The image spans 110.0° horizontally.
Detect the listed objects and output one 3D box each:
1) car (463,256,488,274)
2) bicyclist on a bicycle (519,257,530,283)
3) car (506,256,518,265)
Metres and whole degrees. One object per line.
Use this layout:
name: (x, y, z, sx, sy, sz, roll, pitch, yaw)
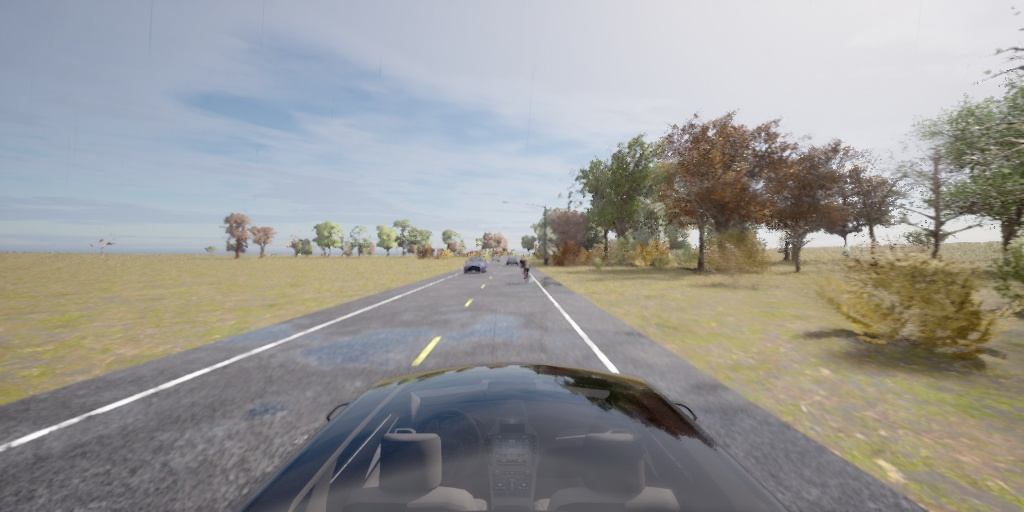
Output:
car: (-3.585, 0.841, 35.879, 2.097, 1.767, 4.553, 0, 0, 0)
bicyclist on a bicycle: (0.958, 1.036, 23.680, 0.582, 1.620, 1.656, 0, 0, 0)
car: (0.031, 0.852, 62.176, 1.994, 1.385, 4.181, 0, 0, 0)
